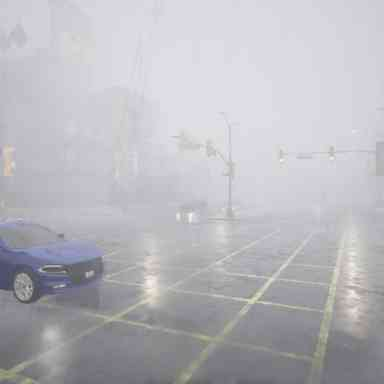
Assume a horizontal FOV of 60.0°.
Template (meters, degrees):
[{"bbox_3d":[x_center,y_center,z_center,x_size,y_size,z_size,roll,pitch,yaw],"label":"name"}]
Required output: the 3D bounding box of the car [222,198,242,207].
[{"bbox_3d":[6.370,1.601,52.473,1.895,1.301,4.718,0,0,25],"label":"car"}]

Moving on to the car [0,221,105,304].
[{"bbox_3d":[-4.441,1.472,8.174,5.008,1.535,1.882,0,0,25],"label":"car"}]

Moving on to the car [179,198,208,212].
[{"bbox_3d":[0.261,1.478,39.541,1.882,1.535,5.008,0,0,27],"label":"car"}]
